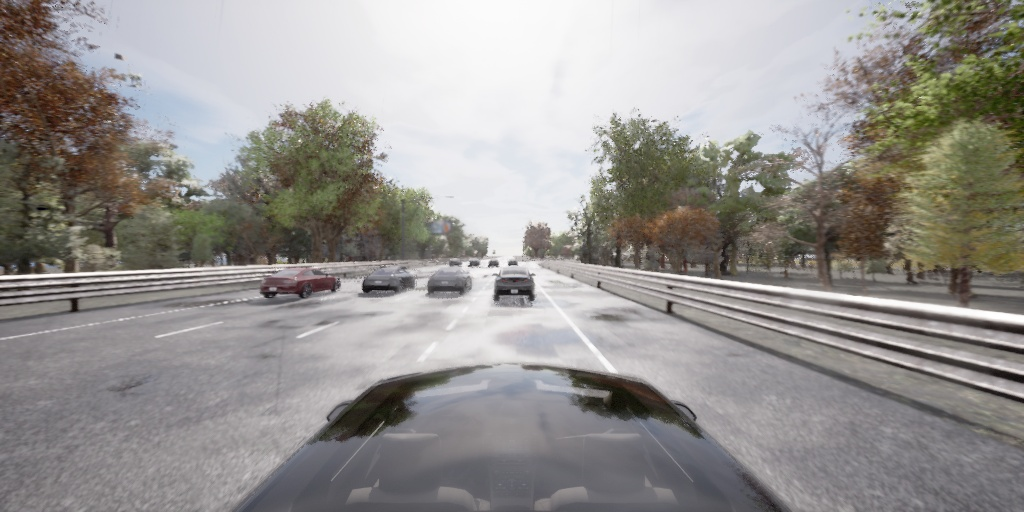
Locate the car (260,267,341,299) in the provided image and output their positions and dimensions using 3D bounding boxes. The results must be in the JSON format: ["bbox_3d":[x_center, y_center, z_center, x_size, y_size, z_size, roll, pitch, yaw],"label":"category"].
[{"bbox_3d":[-10.390,1.273,17.902,1.812,1.442,4.674,0,0,0],"label":"car"}]

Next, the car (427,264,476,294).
[{"bbox_3d":[-3.387,1.314,20.085,1.994,1.385,4.181,0,0,0],"label":"car"}]

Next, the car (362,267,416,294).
[{"bbox_3d":[-6.887,1.313,20.467,1.994,1.385,4.181,0,0,0],"label":"car"}]

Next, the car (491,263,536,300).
[{"bbox_3d":[0.110,1.257,17.704,1.837,1.490,4.892,0,0,0],"label":"car"}]
